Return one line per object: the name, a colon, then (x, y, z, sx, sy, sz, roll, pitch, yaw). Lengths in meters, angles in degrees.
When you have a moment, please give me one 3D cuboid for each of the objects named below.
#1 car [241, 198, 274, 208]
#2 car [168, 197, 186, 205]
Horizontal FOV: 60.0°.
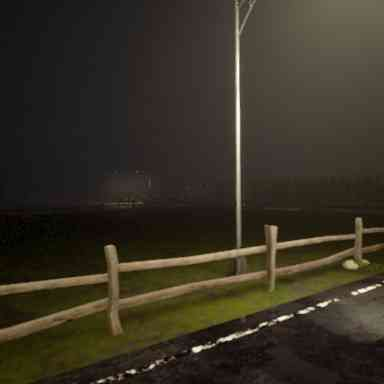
car: (8.757, 1.487, 45.051, 1.895, 1.301, 4.718, -1, 0, -35)
car: (-2.649, 1.594, 61.271, 1.812, 1.442, 4.674, -1, 0, -35)
